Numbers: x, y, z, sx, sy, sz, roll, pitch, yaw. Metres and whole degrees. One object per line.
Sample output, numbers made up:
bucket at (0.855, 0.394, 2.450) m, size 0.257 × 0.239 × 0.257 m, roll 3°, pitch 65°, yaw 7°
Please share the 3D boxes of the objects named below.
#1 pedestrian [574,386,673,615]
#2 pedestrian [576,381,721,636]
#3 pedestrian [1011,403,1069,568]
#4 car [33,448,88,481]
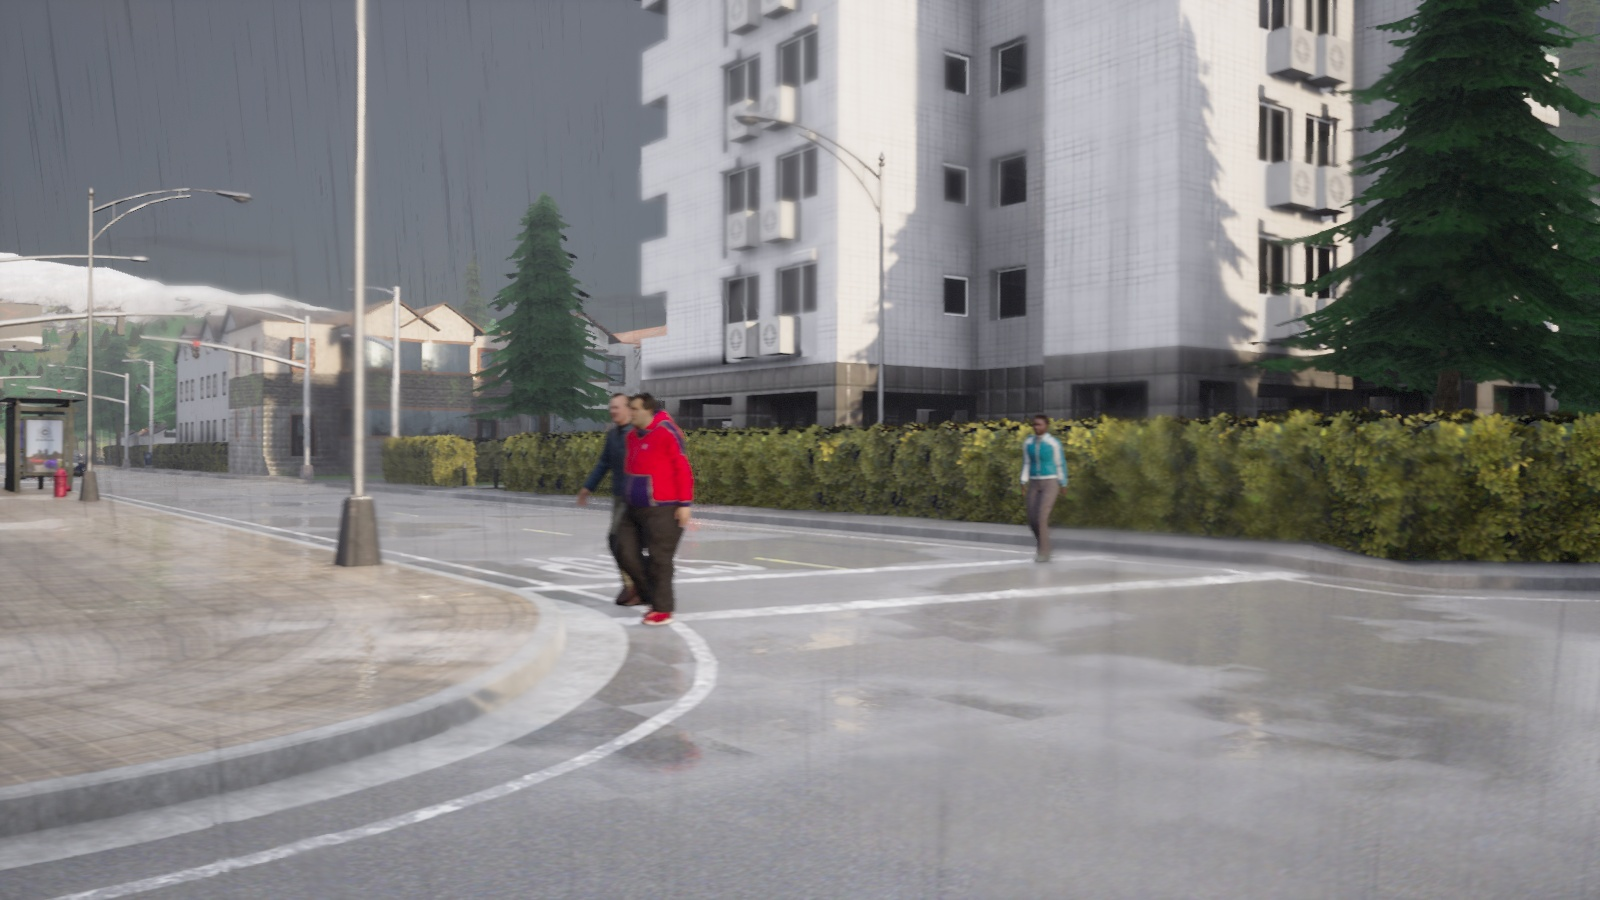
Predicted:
pedestrian at (-1.471, 0.409, 10.503) m, size 0.402 × 1.842 × 0.726 m, roll 0°, pitch 0°, yaw 44°
pedestrian at (-1.156, 0.421, 9.612) m, size 0.899 × 1.844 × 0.634 m, roll 0°, pitch 0°, yaw -39°
pedestrian at (2.898, 0.416, 15.118) m, size 0.396 × 1.930 × 0.692 m, roll 0°, pitch 0°, yaw 40°
car at (-38.591, 0.751, 65.501) m, size 2.033 × 1.649 × 4.856 m, roll 0°, pitch 0°, yaw -36°
